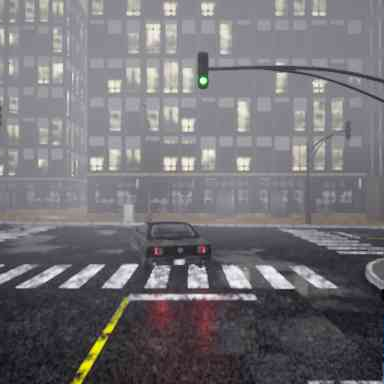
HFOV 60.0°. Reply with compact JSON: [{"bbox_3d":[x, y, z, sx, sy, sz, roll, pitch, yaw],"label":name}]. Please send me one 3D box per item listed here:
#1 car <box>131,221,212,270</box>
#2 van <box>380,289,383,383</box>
[{"bbox_3d":[-0.921,1.614,11.187,1.895,1.301,4.718,1,0,-15],"label":"car"},{"bbox_3d":[2.571,1.346,1.496,1.690,1.788,3.998,0,0,0],"label":"van"}]
